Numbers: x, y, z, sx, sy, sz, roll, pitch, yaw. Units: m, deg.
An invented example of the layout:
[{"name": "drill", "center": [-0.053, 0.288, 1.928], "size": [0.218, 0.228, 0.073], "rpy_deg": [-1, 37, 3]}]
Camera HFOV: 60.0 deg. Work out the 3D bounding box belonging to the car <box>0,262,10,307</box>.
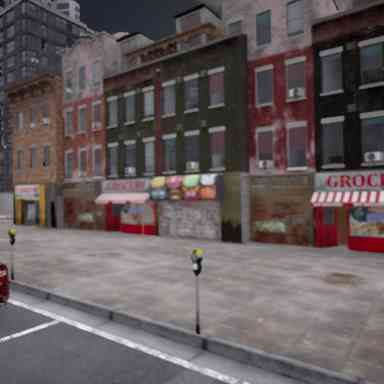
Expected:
[{"name": "car", "center": [-5.438, 1.627, 6.709], "size": [4.507, 1.381, 1.887], "rpy_deg": [-1, -1, 36]}]
